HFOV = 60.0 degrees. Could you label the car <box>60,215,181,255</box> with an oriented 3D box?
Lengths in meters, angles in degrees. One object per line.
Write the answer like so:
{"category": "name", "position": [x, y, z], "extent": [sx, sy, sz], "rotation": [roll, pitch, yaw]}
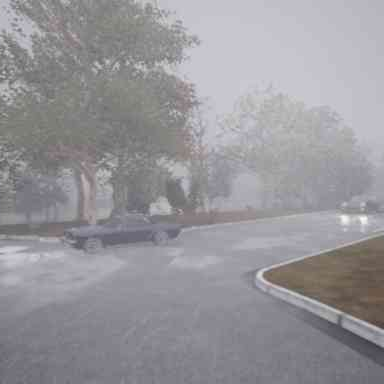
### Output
{"category": "car", "position": [-2.882, 1.649, 13.817], "extent": [4.718, 1.301, 1.895], "rotation": [-1, 0, -35]}

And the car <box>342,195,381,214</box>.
{"category": "car", "position": [15.572, 1.054, 30.526], "extent": [4.553, 1.767, 2.097], "rotation": [-1, 0, -43]}
